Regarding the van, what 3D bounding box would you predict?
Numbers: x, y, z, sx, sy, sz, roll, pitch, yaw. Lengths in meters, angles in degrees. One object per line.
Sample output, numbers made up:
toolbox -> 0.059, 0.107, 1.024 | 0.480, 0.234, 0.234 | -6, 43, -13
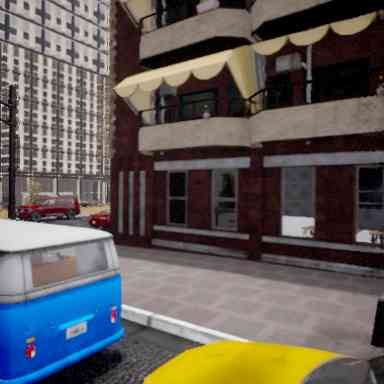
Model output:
van -> -2.822, 1.337, 4.870 | 3.998, 1.788, 1.690 | 0, 1, 36

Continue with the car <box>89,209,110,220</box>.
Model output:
car -> -4.478, 1.677, 21.414 | 1.887, 1.381, 4.507 | 1, 0, 36

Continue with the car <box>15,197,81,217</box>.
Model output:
car -> -11.267, 1.325, 26.321 | 2.192, 1.841, 5.009 | 1, 0, 36

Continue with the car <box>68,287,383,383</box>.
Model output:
car -> 1.601, 1.526, 1.718 | 4.829, 1.417, 1.752 | 0, 1, 36
